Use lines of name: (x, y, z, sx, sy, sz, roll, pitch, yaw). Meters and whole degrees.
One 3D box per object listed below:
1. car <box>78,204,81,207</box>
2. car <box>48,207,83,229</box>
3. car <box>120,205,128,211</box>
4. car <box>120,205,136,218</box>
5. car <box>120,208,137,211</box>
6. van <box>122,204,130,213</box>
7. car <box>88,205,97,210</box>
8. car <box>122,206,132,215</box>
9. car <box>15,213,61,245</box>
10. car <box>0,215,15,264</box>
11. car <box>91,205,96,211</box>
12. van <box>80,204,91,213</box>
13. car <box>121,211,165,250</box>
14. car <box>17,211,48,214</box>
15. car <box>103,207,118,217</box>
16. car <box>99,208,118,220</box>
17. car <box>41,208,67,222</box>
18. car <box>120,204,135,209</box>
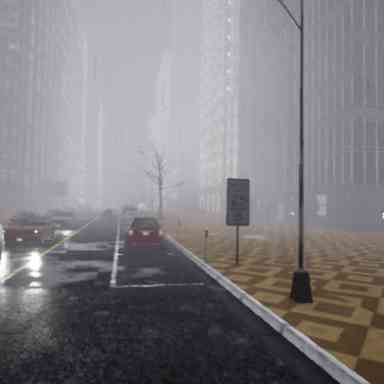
car: (-17.916, 2.908, 48.756, 1.947, 1.339, 4.313, 2, -2, -12)
car: (-10.954, 2.322, 28.440, 2.033, 1.411, 5.357, 2, -2, -12)
car: (-17.227, 4.046, 84.214, 1.801, 1.575, 5.366, 2, -2, -12)
car: (-9.708, 2.879, 50.479, 2.192, 1.841, 5.009, 2, -2, -12)
car: (-6.174, 2.637, 33.781, 1.802, 1.307, 4.206, 2, -2, -12)
van: (-14.430, 3.585, 72.728, 1.690, 1.788, 3.998, 2, -2, -12)
car: (-26.178, 4.083, 87.696, 2.008, 1.369, 4.403, 2, -2, -12)
car: (-12.110, 3.434, 61.762, 1.752, 1.417, 4.829, 2, -2, -12)
car: (-8.807, 2.066, 18.284, 1.895, 1.301, 4.718, 2, -2, -12)
car: (-6.746, 1.393, 8.606, 2.150, 2.045, 5.566, 2, -2, -12)
car: (-23.818, 3.757, 76.570, 1.947, 1.339, 4.313, 2, -2, -12)
van: (-21.450, 3.192, 65.453, 1.690, 1.788, 3.998, 2, -2, -12)
car: (-2.510, 1.991, 17.126, 1.967, 1.590, 4.097, 2, -2, -12)
car: (-13.203, 2.208, 26.506, 1.887, 1.381, 4.507, 2, -2, -12)
car: (-12.679, 3.120, 51.916, 1.994, 1.385, 4.181, 2, -2, -12)
car: (-10.628, 2.788, 42.286, 1.812, 1.442, 4.674, 2, -2, -12)
car: (-15.555, 2.568, 37.630, 1.947, 1.339, 4.313, 2, -2, -12)
car: (-8.528, 2.710, 44.916, 2.192, 1.841, 5.009, 2, -2, -12)
